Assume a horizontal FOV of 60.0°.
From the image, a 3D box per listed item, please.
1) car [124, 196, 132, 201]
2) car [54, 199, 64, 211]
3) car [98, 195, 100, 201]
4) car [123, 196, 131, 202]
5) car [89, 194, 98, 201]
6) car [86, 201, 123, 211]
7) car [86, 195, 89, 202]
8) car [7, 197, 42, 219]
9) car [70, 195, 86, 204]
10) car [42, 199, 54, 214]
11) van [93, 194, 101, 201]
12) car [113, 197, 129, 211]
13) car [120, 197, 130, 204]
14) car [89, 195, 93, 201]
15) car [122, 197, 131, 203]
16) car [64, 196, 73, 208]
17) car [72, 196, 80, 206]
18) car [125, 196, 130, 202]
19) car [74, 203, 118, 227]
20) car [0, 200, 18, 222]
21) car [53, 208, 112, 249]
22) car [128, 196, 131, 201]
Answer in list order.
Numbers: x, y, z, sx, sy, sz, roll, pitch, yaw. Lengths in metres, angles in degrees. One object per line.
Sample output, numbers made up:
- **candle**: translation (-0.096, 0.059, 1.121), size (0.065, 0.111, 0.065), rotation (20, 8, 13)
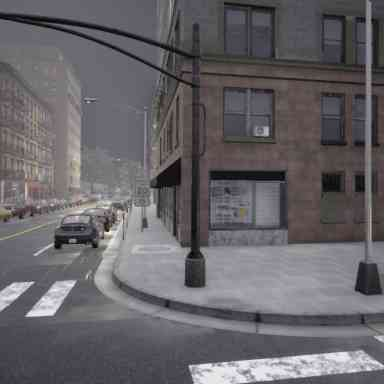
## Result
- **car**: translation (-17.467, 1.819, 90.380), size (1.947, 1.339, 4.313), rotation (0, 0, -9)
- **car**: translation (-17.291, 1.525, 40.392), size (1.967, 1.590, 4.097), rotation (0, 0, -9)
- **car**: translation (-23.584, 1.499, 78.247), size (2.192, 1.841, 5.009), rotation (0, 0, -9)
- **car**: translation (-16.566, 1.790, 84.973), size (2.008, 1.369, 4.403), rotation (0, 0, -9)
- **car**: translation (-22.685, 1.485, 72.839), size (2.192, 1.841, 5.009), rotation (0, 0, -9)
- **car**: translation (-6.654, 1.635, 25.491), size (2.008, 1.369, 4.403), rotation (0, 0, -9)
- **car**: translation (-20.860, 1.666, 61.855), size (1.752, 1.417, 4.829), rotation (0, 0, -9)
- **car**: translation (-15.492, 1.373, 29.577), size (2.192, 1.841, 5.009), rotation (0, 0, -9)
- **car**: translation (-19.988, 1.442, 56.616), size (2.192, 1.841, 5.009), rotation (0, 0, -9)
- **car**: translation (-16.392, 1.512, 34.984), size (1.967, 1.590, 4.097), rotation (0, 0, -9)
- **van**: translation (-25.383, 1.555, 89.063), size (1.690, 1.788, 3.998), rotation (0, 0, -9)
- **car**: translation (-9.358, 1.676, 41.713), size (2.008, 1.369, 4.403), rotation (0, 0, -9)
- **car**: translation (-13.863, 1.740, 68.751), size (1.887, 1.381, 4.507), rotation (0, 0, -9)
- **car**: translation (-21.788, 1.737, 67.430), size (1.802, 1.307, 4.206), rotation (0, 0, -9)
- **car**: translation (-15.665, 1.806, 79.565), size (1.802, 1.307, 4.206), rotation (0, 0, -9)
- **car**: translation (-18.191, 1.650, 45.799), size (2.008, 1.369, 4.403), rotation (0, 0, -9)
- **car**: translation (-19.090, 1.679, 51.207), size (1.947, 1.339, 4.313), rotation (0, 0, -9)
- **car**: translation (-10.259, 1.690, 47.121), size (2.008, 1.369, 4.403), rotation (0, 0, -9)
- **car**: translation (-5.753, 1.615, 20.084), size (1.887, 1.381, 4.507), rotation (0, 0, -9)
- **car**: translation (-14.566, 1.569, 24.000), size (1.752, 1.417, 4.829), rotation (0, 0, -9)
- **car**: translation (-4.852, 1.607, 14.677), size (2.008, 1.369, 4.403), rotation (0, 0, -9)
- **car**: translation (-11.159, 1.593, 52.529), size (1.967, 1.590, 4.097), rotation (0, 0, -9)
